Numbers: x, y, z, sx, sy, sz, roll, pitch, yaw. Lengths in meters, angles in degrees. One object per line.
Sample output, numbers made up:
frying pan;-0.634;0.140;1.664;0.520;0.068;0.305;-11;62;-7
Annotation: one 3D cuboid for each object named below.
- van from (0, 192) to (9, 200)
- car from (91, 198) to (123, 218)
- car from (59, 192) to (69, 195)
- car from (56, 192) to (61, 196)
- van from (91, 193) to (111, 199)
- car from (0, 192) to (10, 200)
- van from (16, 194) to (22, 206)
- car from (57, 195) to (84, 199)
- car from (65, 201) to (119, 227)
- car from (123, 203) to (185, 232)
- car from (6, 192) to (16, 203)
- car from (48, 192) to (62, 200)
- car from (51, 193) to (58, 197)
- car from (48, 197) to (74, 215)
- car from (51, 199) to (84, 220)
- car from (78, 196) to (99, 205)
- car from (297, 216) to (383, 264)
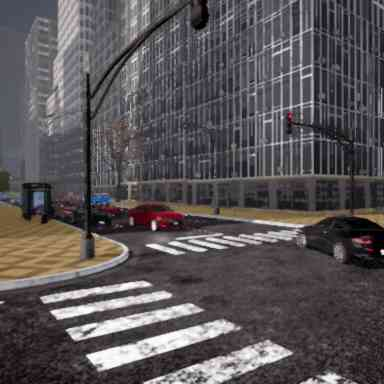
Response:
van;-38.798;0.781;69.598;1.690;1.788;3.998;0;0;-34
car;-7.500;1.500;28.326;1.895;1.301;4.718;0;1;-34
car;-22.266;1.144;60.240;1.802;1.307;4.206;0;0;-34
car;-25.468;0.824;64.933;2.192;1.841;5.009;0;0;-34
van;-12.652;1.059;46.155;1.690;1.788;3.998;0;0;-34
car;-42.003;0.827;74.293;1.967;1.590;4.097;0;0;-34
van;-22.777;1.044;46.126;1.690;1.788;3.998;0;0;-34
car;-13.134;1.375;36.587;1.994;1.385;4.181;0;1;-34
car;-6.867;1.522;22.582;1.947;1.339;4.313;0;0;-34
car;-2.291;1.459;20.676;1.882;1.535;5.008;0;1;-34
car;-29.188;1.149;55.516;2.008;1.369;4.403;0;0;-34
car;-28.673;0.897;69.628;1.967;1.590;4.097;0;0;-34
car;-21.940;1.234;49.639;1.994;1.385;4.181;0;1;-34
car;-13.213;1.422;32.015;1.947;1.339;4.313;0;0;-34
car;-10.057;1.488;27.289;1.802;1.307;4.206;0;0;-34
car;-15.858;1.248;50.851;1.802;1.307;4.206;0;0;-34
car;5.533;1.601;12.164;1.812;1.442;4.674;1;0;-6
